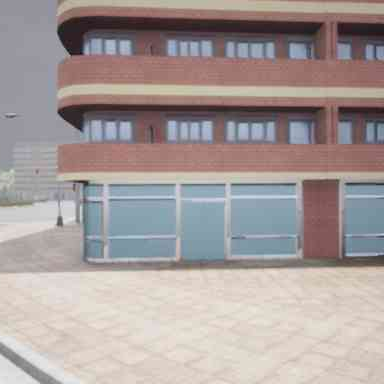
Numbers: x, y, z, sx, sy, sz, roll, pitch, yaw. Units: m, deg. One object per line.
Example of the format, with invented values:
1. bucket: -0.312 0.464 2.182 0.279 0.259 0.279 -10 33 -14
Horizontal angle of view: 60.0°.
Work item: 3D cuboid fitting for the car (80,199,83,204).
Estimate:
1. car: -27.708 2.406 84.203 2.128 1.511 4.902 0 -1 -4
